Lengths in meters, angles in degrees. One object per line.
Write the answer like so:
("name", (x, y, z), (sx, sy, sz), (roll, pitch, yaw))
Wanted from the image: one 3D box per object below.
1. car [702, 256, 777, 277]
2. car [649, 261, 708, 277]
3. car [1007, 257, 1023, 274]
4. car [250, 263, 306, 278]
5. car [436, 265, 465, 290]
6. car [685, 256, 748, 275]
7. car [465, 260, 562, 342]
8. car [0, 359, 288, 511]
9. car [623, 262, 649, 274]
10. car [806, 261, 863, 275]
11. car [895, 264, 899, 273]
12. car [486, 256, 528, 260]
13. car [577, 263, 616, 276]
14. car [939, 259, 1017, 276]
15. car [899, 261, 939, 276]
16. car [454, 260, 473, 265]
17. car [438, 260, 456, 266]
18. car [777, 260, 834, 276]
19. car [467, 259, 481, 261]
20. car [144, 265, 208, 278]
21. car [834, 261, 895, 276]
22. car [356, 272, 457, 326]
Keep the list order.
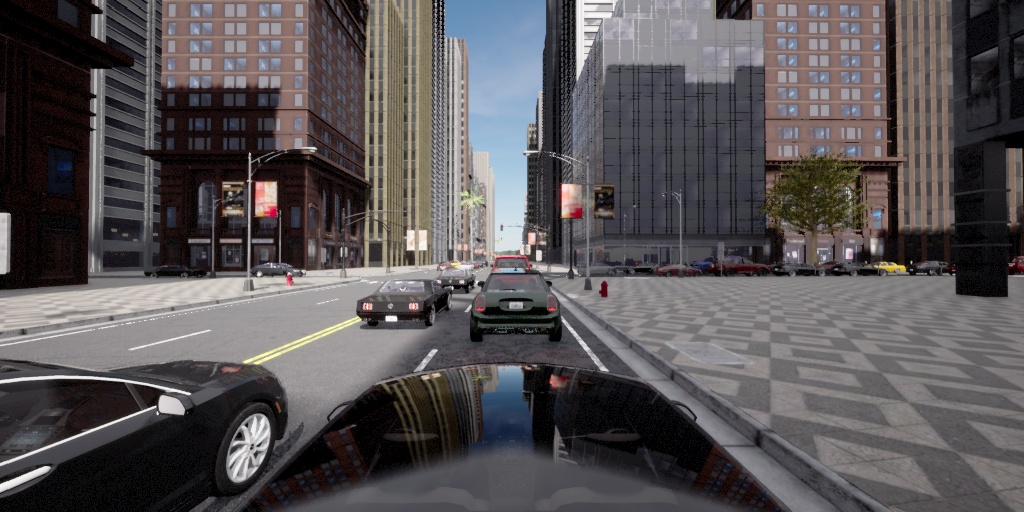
("car", (20.896, 1.041, 33.098), (5.009, 1.841, 2.192), (0, 0, -1))
("car", (15.258, 1.327, 33.000), (4.207, 1.307, 1.802), (0, 0, -1))
("car", (49.084, 0.973, 33.589), (5.009, 1.841, 2.192), (0, 0, -1))
("car", (-22.712, 1.418, 34.959), (4.902, 1.511, 2.128), (0, -1, 0))
("car", (-3.187, 1.388, 20.800), (1.895, 1.301, 4.718), (0, 0, 0))
("car", (22.130, 1.013, 38.900), (5.566, 2.045, 2.150), (0, -1, -1))
("car", (0.082, 1.108, 9.983), (2.097, 1.767, 4.553), (0, 0, 0))
("car", (-3.150, 1.255, 1.612), (1.837, 1.490, 4.892), (0, 0, 0))
("car", (15.112, 1.412, 41.523), (4.313, 1.339, 1.948), (0, 0, -1))
("car", (35.099, 1.281, 39.106), (4.674, 1.442, 1.812), (0, -1, -1))
("car", (43.134, 1.296, 42.011), (4.829, 1.417, 1.751), (0, 0, -1))
("car", (-0.034, 1.003, 19.504), (2.150, 2.045, 5.566), (0, 0, 0))
("car", (9.138, 1.401, 38.933), (4.181, 1.385, 1.994), (0, -1, 4))
("car", (43.446, 1.214, 33.491), (4.507, 1.381, 1.888), (0, 0, -1))
("car", (42.526, 1.228, 36.106), (4.674, 1.442, 1.812), (0, -1, -1))
("car", (-6.691, 1.570, 51.948), (1.895, 1.301, 4.718), (0, 0, 0))
("car", (-9.936, 1.503, 53.202), (1.812, 1.442, 4.674), (0, 0, -3))
("car", (26.533, 1.276, 33.196), (4.313, 1.339, 1.948), (0, 0, -1))
("car", (-6.687, 1.633, 61.111), (1.895, 1.301, 4.718), (0, 0, 0))
("car", (-32.659, 1.573, 34.950), (4.718, 1.301, 1.895), (0, -1, 0))
("car", (32.170, 1.260, 33.294), (4.313, 1.339, 1.948), (0, 0, -1))
("car", (-3.166, 1.361, 11.631), (1.895, 1.301, 4.718), (0, 0, 0))
